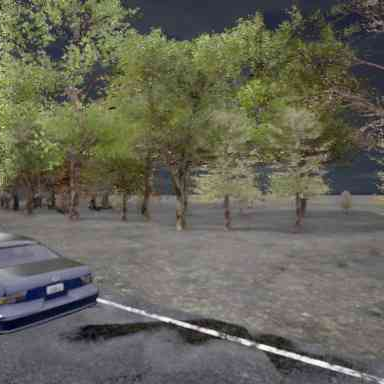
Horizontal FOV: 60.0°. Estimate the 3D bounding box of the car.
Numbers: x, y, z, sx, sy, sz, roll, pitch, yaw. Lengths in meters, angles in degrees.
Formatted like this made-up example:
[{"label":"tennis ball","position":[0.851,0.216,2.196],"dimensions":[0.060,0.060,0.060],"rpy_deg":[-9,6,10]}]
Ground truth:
[{"label":"car","position":[-4.189,1.559,6.671],"dimensions":[5.357,1.411,2.033],"rpy_deg":[0,0,35]}]
